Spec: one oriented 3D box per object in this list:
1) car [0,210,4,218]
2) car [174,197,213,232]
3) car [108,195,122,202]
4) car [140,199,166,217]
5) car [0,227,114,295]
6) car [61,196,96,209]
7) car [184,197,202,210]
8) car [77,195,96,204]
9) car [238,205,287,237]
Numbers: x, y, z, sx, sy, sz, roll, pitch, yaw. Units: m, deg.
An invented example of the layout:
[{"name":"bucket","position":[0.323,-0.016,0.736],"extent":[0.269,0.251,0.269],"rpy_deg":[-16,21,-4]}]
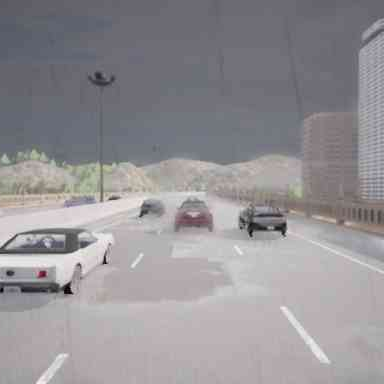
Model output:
[{"name":"car","position":[-14.092,1.503,21.000],"extent":[1.895,1.301,4.718],"rpy_deg":[0,0,0]},{"name":"car","position":[0.102,1.260,19.611],"extent":[2.097,1.767,4.553],"rpy_deg":[0,0,0]},{"name":"car","position":[-14.619,1.220,63.377],"extent":[1.895,1.301,4.718],"rpy_deg":[0,0,-2]},{"name":"car","position":[-3.398,1.369,29.155],"extent":[1.837,1.490,4.892],"rpy_deg":[0,0,0]},{"name":"car","position":[-3.406,1.561,8.540],"extent":[1.895,1.301,4.718],"rpy_deg":[0,0,0]},{"name":"car","position":[-10.589,1.207,31.250],"extent":[2.097,1.767,4.553],"rpy_deg":[0,0,0]},{"name":"car","position":[0.048,1.358,40.666],"extent":[2.033,1.411,5.357],"rpy_deg":[0,0,-1]},{"name":"car","position":[-17.940,1.301,56.965],"extent":[1.994,1.385,4.181],"rpy_deg":[0,0,-1]},{"name":"car","position":[3.601,1.409,17.597],"extent":[2.128,1.511,4.902],"rpy_deg":[0,0,0]}]
